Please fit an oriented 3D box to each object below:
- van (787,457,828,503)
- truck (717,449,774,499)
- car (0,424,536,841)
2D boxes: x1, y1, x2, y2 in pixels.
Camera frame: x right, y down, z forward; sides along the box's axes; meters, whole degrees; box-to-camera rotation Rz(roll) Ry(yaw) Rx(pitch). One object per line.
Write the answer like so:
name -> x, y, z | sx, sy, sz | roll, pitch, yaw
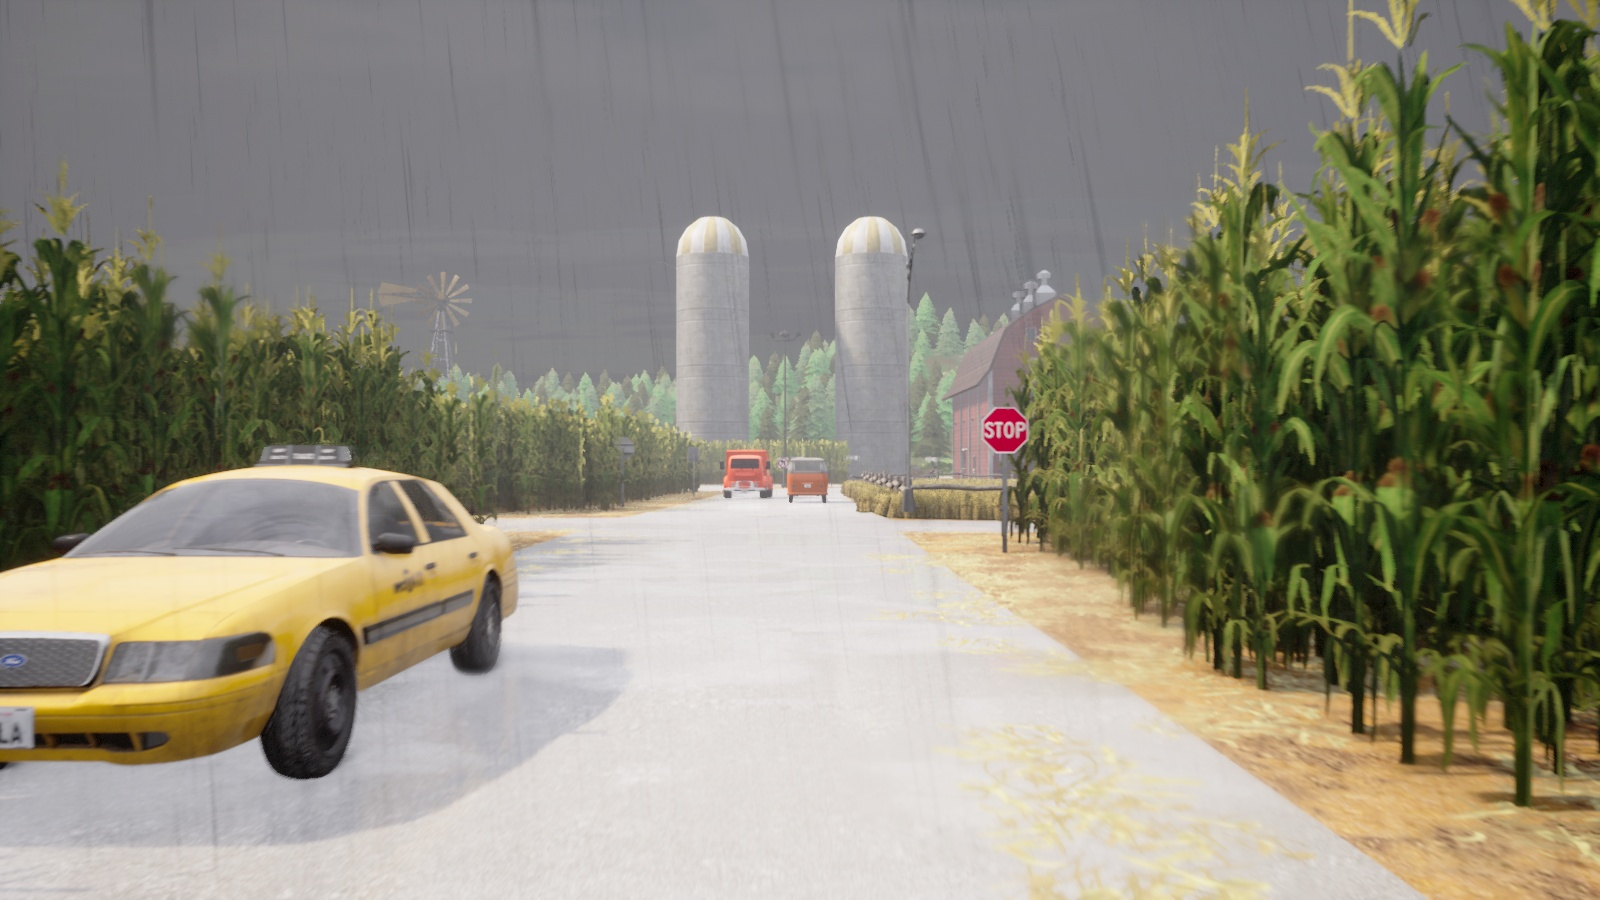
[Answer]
van -> 0.331, 1.320, 55.887 | 1.775, 1.987, 4.442 | 0, -1, 0
truck -> -2.721, 1.223, 64.146 | 2.627, 2.467, 5.204 | 0, -1, 0
car -> -3.043, 0.729, 7.445 | 1.801, 1.575, 5.366 | 0, -1, 0
